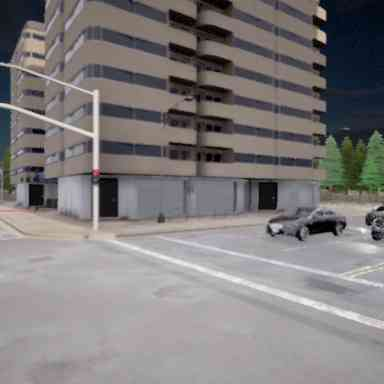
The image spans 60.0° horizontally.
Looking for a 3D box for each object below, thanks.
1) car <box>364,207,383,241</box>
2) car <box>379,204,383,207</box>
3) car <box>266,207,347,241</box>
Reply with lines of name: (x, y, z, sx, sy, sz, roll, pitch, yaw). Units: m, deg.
car: (10.276, 1.537, 15.610, 4.674, 1.442, 1.812, 0, 0, -36)
car: (13.395, 1.520, 22.111, 4.892, 1.490, 1.837, 0, 0, -35)
car: (5.832, 1.501, 16.744, 4.902, 1.511, 2.128, 0, 0, -35)
